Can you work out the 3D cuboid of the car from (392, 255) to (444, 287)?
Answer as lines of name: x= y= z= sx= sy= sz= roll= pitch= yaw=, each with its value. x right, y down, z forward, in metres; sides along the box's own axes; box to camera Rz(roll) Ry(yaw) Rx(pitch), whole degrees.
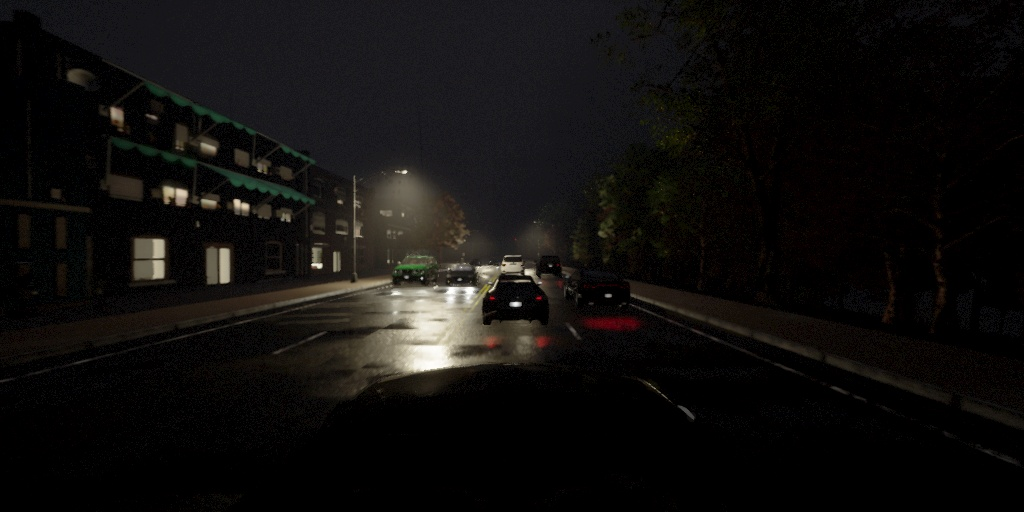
car: x=-6.593 y=0.967 z=25.197 sx=2.150 sy=2.045 sz=5.566 roll=0 pitch=0 yaw=0

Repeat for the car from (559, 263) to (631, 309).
car: x=3.353 y=1.225 z=14.934 sx=1.882 sy=1.535 sz=5.008 roll=0 pitch=0 yaw=0

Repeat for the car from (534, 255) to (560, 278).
car: x=3.358 y=0.965 z=33.854 sx=2.150 sy=2.045 sz=5.566 roll=0 pitch=0 yaw=0

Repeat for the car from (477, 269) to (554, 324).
car: x=0.102 y=1.312 z=11.978 sx=1.994 sy=1.385 sz=4.181 roll=0 pitch=0 yaw=0

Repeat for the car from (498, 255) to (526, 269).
car: x=0.108 y=0.965 z=33.846 sx=2.150 sy=2.045 sz=5.566 roll=0 pitch=0 yaw=0

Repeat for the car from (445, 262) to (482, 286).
car: x=-3.342 y=1.310 z=24.828 sx=1.994 sy=1.385 sz=4.181 roll=0 pitch=0 yaw=0
